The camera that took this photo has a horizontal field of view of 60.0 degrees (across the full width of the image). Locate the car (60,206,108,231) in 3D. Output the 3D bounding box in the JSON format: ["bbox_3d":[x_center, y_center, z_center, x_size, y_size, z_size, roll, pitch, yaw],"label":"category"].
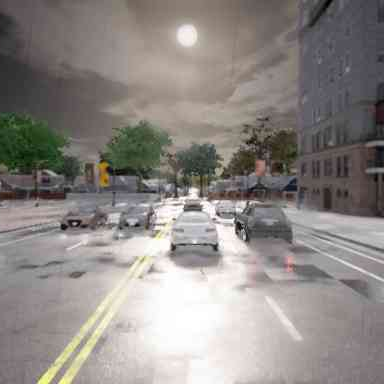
[{"bbox_3d":[-6.600,1.595,20.704,1.994,1.385,4.181,0,0,0],"label":"car"}]

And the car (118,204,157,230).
[{"bbox_3d":[-3.350,1.523,21.068,2.128,1.511,4.902,0,0,0],"label":"car"}]

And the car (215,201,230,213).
[{"bbox_3d":[3.349,1.605,33.559,1.812,1.442,4.674,0,0,0],"label":"car"}]

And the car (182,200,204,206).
[{"bbox_3d":[0.099,1.580,32.809,1.837,1.490,4.892,0,0,0],"label":"car"}]

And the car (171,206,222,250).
[{"bbox_3d":[0.097,1.541,14.265,1.812,1.442,4.674,0,0,0],"label":"car"}]

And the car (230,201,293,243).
[{"bbox_3d":[3.348,1.372,16.432,2.097,1.767,4.553,0,0,0],"label":"car"}]
